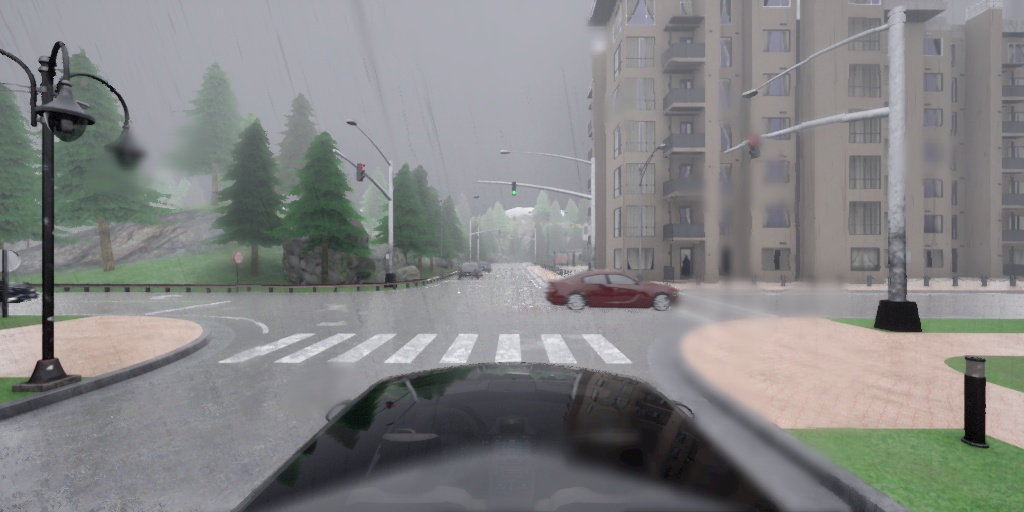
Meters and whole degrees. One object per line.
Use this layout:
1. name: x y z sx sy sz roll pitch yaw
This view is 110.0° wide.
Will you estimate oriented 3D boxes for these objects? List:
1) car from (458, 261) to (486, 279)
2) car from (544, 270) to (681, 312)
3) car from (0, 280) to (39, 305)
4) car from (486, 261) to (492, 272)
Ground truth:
1. car: -3.763 1.286 32.884 1.837 1.490 4.892 0 0 1
2. car: 3.748 1.291 13.666 5.008 1.535 1.882 0 0 1
3. car: -22.392 1.296 14.203 5.357 1.411 2.033 0 0 1
4. car: -3.651 1.346 45.347 1.994 1.385 4.181 0 0 1
